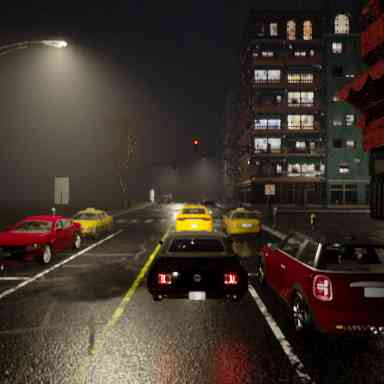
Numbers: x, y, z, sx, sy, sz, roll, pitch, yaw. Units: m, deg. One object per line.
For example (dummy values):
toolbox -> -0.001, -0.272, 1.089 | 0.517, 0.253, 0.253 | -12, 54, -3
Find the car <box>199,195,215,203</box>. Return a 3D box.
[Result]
car -> 2.570, 1.585, 50.242 | 2.008, 1.369, 4.403 | 1, 0, 0

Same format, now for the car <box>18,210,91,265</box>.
car -> -5.307, 1.552, 11.764 | 1.887, 1.381, 4.507 | 1, 0, 0

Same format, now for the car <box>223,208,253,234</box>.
car -> 2.573, 1.537, 17.898 | 1.752, 1.417, 4.829 | 1, 0, 0

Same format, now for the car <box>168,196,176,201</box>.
car -> -5.313, 1.645, 89.357 | 1.802, 1.307, 4.206 | 1, 0, 0

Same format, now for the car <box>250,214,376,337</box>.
car -> 2.575, 1.444, 6.638 | 1.967, 1.590, 4.097 | 1, 0, 0

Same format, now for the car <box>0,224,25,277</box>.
car -> -5.307, 1.555, 6.228 | 2.008, 1.369, 4.403 | 1, 0, 0

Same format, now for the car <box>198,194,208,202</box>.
car -> 2.571, 1.370, 78.547 | 2.192, 1.841, 5.009 | 1, 0, 0

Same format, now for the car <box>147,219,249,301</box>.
car -> 0.100, 1.606, 8.280 | 1.895, 1.301, 4.718 | 0, 0, 0

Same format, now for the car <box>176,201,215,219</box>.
car -> 0.101, 1.490, 18.397 | 1.882, 1.535, 5.008 | 0, 0, 0

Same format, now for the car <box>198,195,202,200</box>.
car -> 2.569, 1.624, 61.564 | 1.802, 1.307, 4.206 | 1, 0, 0

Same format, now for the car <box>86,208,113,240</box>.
car -> -5.307, 1.536, 17.130 | 1.752, 1.417, 4.829 | 1, 0, 0

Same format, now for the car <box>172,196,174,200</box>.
car -> -5.308, 1.361, 66.741 | 2.192, 1.841, 5.009 | 1, 0, 0

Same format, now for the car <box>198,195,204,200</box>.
car -> 2.567, 1.593, 95.700 | 1.752, 1.417, 4.829 | 1, 0, 0

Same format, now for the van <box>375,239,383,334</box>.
van -> 2.576, 1.342, 1.093 | 1.690, 1.788, 3.998 | 1, 0, 0

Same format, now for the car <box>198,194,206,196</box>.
car -> 2.568, 1.616, 72.886 | 1.947, 1.339, 4.313 | 1, 0, 0

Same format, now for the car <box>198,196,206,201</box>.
car -> 2.568, 1.625, 84.208 | 1.947, 1.339, 4.313 | 1, 0, 0

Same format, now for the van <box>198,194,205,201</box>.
van -> 2.570, 1.405, 89.869 | 1.690, 1.788, 3.998 | 1, 0, 0

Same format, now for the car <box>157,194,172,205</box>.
car -> -5.309, 1.482, 61.087 | 1.967, 1.590, 4.097 | 1, 0, 0
